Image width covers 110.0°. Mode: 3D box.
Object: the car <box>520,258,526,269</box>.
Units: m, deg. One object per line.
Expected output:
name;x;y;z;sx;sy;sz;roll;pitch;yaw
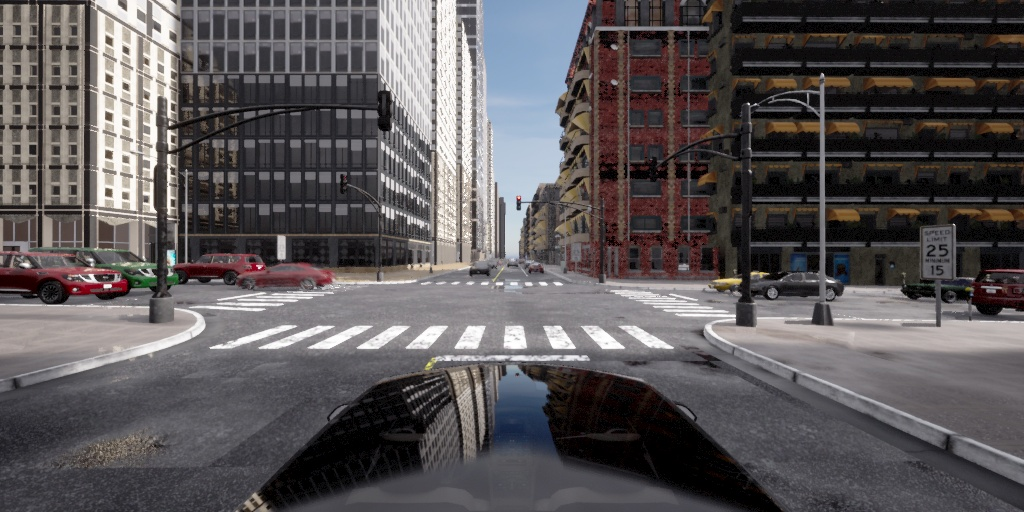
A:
car;2.728;1.317;54.569;2.007;1.370;4.403;0;0;0

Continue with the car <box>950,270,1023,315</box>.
car;20.607;1.461;13.646;5.009;1.841;2.192;0;0;0

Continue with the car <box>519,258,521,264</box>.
car;2.732;1.321;60.217;2.007;1.370;4.403;0;0;0

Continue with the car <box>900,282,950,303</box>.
car;24.217;1.827;19.432;4.718;1.301;1.895;1;0;-1

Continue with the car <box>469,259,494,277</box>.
car;-3.074;1.233;35.140;1.882;1.535;5.008;0;0;0

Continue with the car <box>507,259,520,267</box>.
car;0.139;1.338;65.052;1.994;1.385;4.181;0;0;1

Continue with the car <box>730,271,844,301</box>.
car;14.926;1.562;19.328;4.892;1.490;1.837;1;0;2

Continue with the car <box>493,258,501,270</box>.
car;-3.056;1.271;52.160;1.837;1.490;4.892;0;0;0

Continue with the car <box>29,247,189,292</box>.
car;-18.240;0.658;15.895;5.566;2.045;2.150;1;0;0

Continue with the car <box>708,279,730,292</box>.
car;14.645;1.587;21.946;4.829;1.417;1.751;0;0;0

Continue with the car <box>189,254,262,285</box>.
car;-17.696;0.776;21.686;5.009;1.841;2.192;0;0;0

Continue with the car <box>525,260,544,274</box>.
car;2.769;1.341;41.651;1.802;1.307;4.207;0;0;0

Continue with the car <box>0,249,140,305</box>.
car;-17.567;0.757;13.307;5.009;1.841;2.192;0;0;0

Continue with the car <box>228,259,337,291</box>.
car;-11.939;1.087;19.196;4.674;1.442;1.812;1;1;-7
